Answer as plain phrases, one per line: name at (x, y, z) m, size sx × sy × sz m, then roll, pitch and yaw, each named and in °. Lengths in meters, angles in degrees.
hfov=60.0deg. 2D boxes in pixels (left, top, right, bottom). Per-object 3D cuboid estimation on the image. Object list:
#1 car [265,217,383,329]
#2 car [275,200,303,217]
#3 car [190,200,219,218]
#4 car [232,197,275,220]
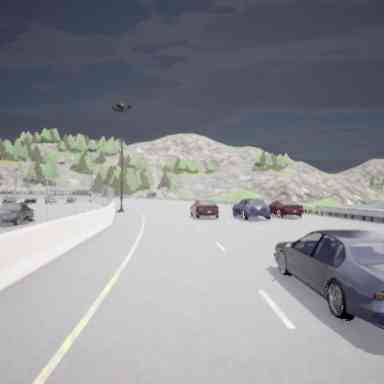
car at (3.354, 1.530, 7.225) m, size 2.033 × 1.411 × 5.357 m, roll 0°, pitch 0°, yaw -2°
car at (8.055, 1.420, 29.632) m, size 1.882 × 1.535 × 5.008 m, roll 0°, pitch 0°, yaw -9°
car at (1.020, 1.436, 29.295) m, size 1.882 × 1.535 × 5.008 m, roll 0°, pitch 0°, yaw -9°
car at (4.800, 1.304, 27.662) m, size 2.097 × 1.767 × 4.553 m, roll 0°, pitch 0°, yaw -8°
